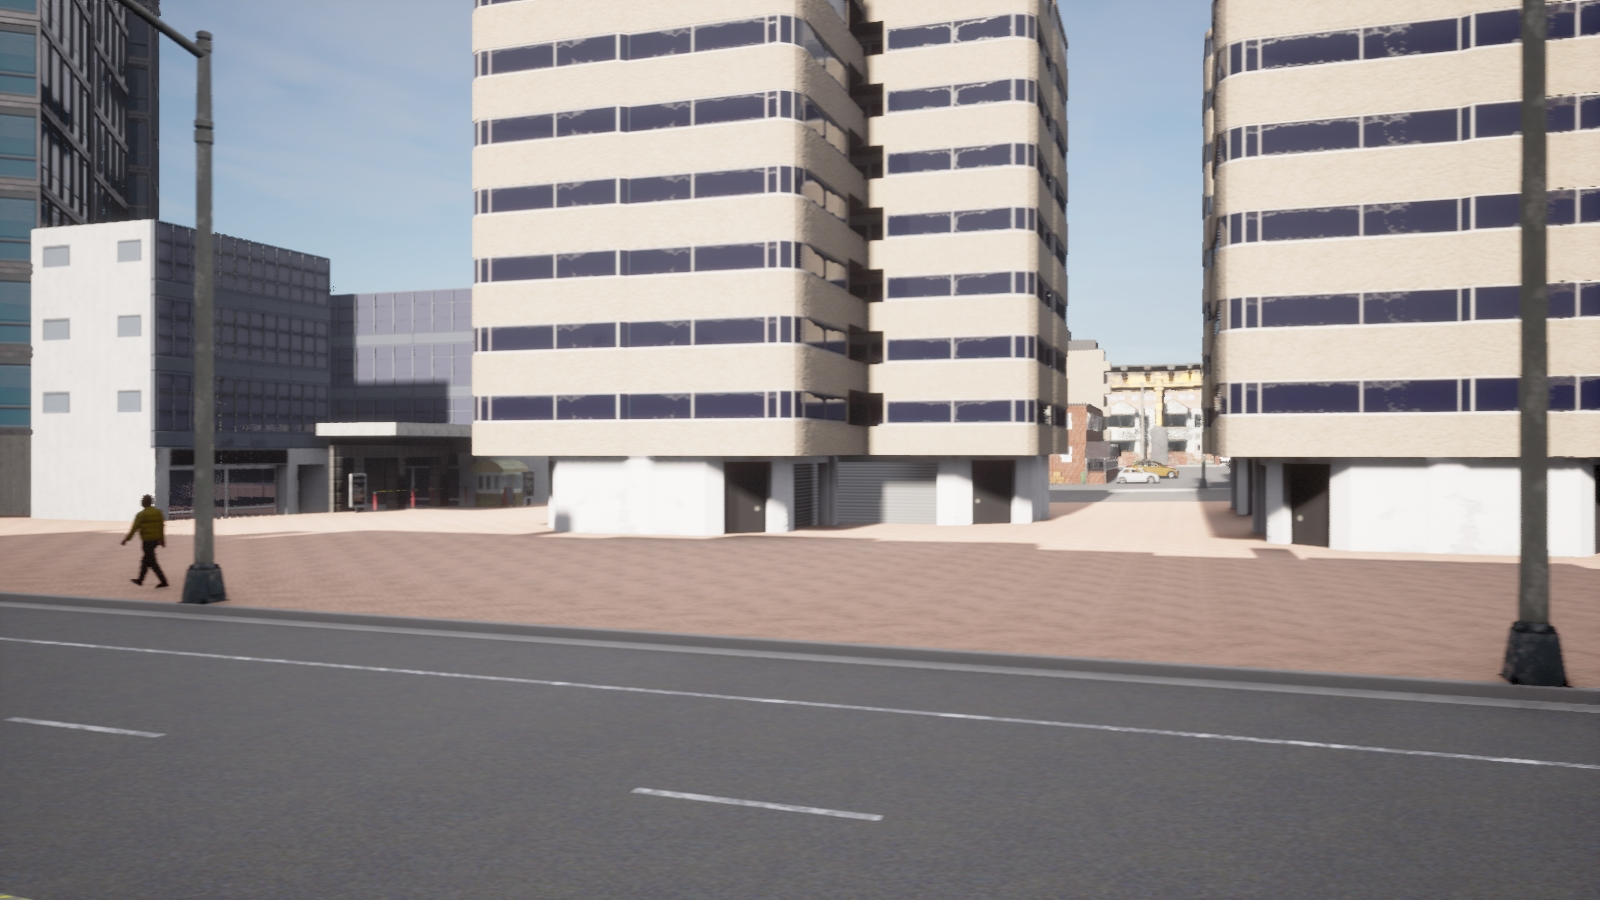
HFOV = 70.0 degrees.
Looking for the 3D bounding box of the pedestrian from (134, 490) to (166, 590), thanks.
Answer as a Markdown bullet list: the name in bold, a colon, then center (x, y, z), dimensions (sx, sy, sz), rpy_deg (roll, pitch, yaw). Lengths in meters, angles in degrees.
- **pedestrian**: center (-12.283, 1.696, 21.606), dimensions (0.375, 1.860, 0.375), rpy_deg (0, 0, 20)
